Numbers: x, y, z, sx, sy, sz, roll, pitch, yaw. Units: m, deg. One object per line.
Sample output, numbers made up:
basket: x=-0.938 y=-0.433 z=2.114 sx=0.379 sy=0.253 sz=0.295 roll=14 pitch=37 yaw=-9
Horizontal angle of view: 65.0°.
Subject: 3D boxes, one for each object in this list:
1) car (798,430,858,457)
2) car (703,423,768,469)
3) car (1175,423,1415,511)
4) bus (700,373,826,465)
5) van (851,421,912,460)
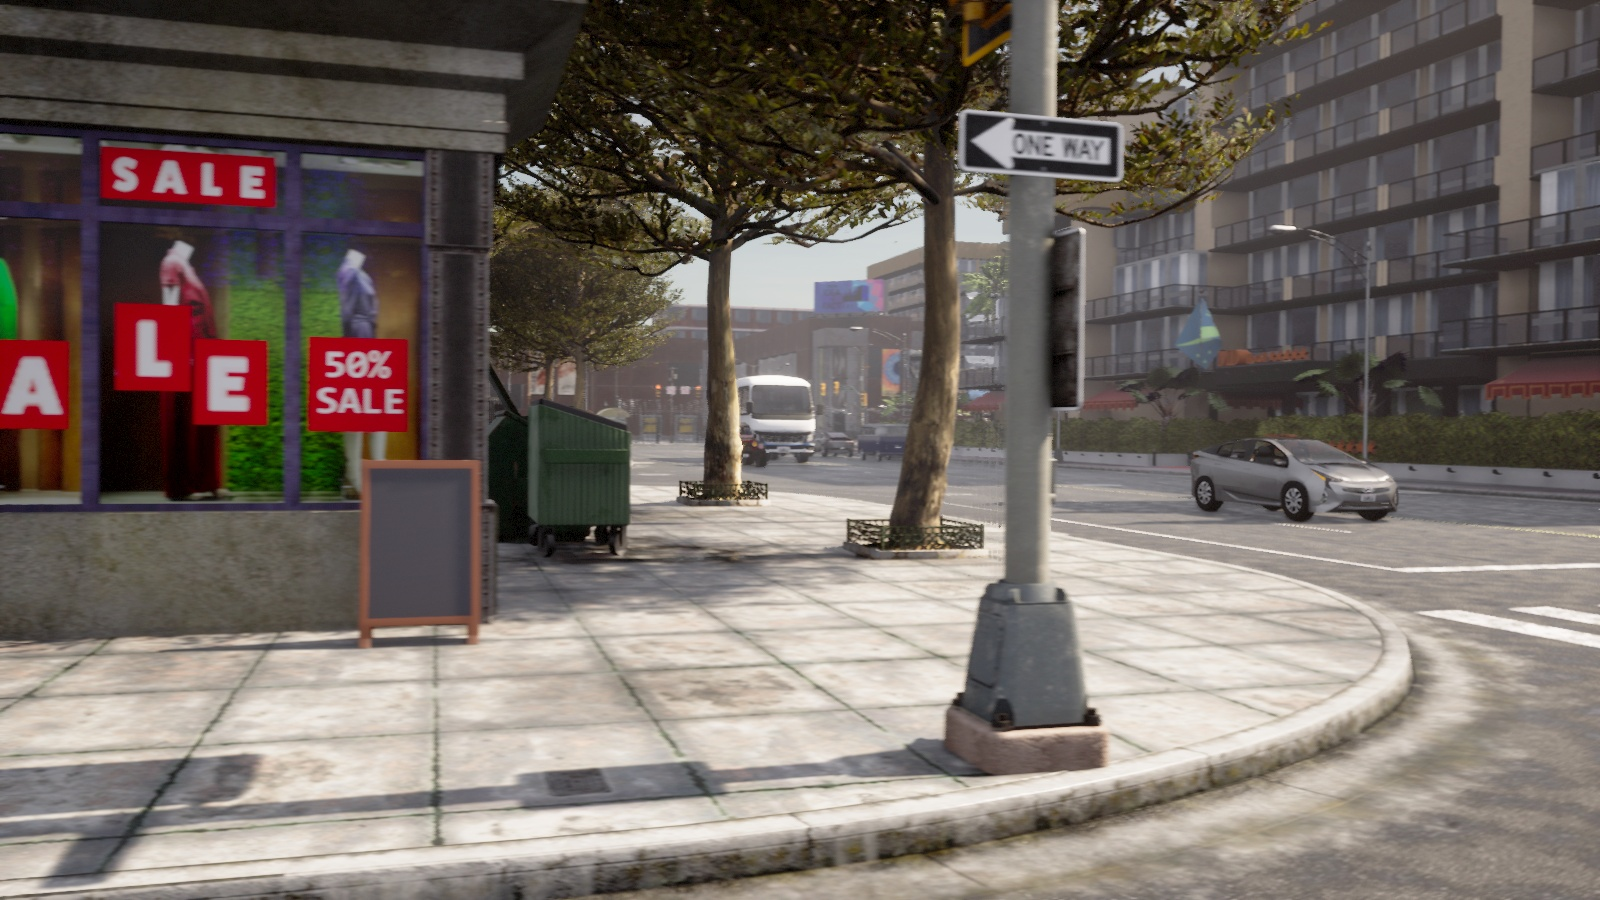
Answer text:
car: x=1.630 y=-0.417 z=75.368 sx=2.128 sy=1.511 sz=4.902 roll=-1 pitch=1 yaw=-17
car: x=-2.795 y=-0.194 z=53.494 sx=1.905 sy=1.878 sz=3.866 roll=-1 pitch=1 yaw=-17
car: x=9.503 y=0.263 z=24.573 sx=2.007 sy=1.525 sz=4.514 roll=-1 pitch=1 yaw=-17
bus: x=-2.098 y=-1.528 z=63.543 sx=3.944 sy=4.253 sz=10.273 roll=-1 pitch=1 yaw=-16
van: x=4.284 y=-0.518 z=66.471 sx=1.775 sy=1.987 sz=4.442 roll=-1 pitch=1 yaw=-17
